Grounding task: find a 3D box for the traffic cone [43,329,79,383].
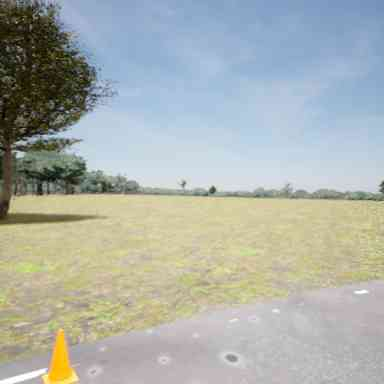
[{"bbox_3d":[-1.553,1.922,3.941,0.340,0.580,0.340,0,0,-34],"label":"traffic cone"}]
